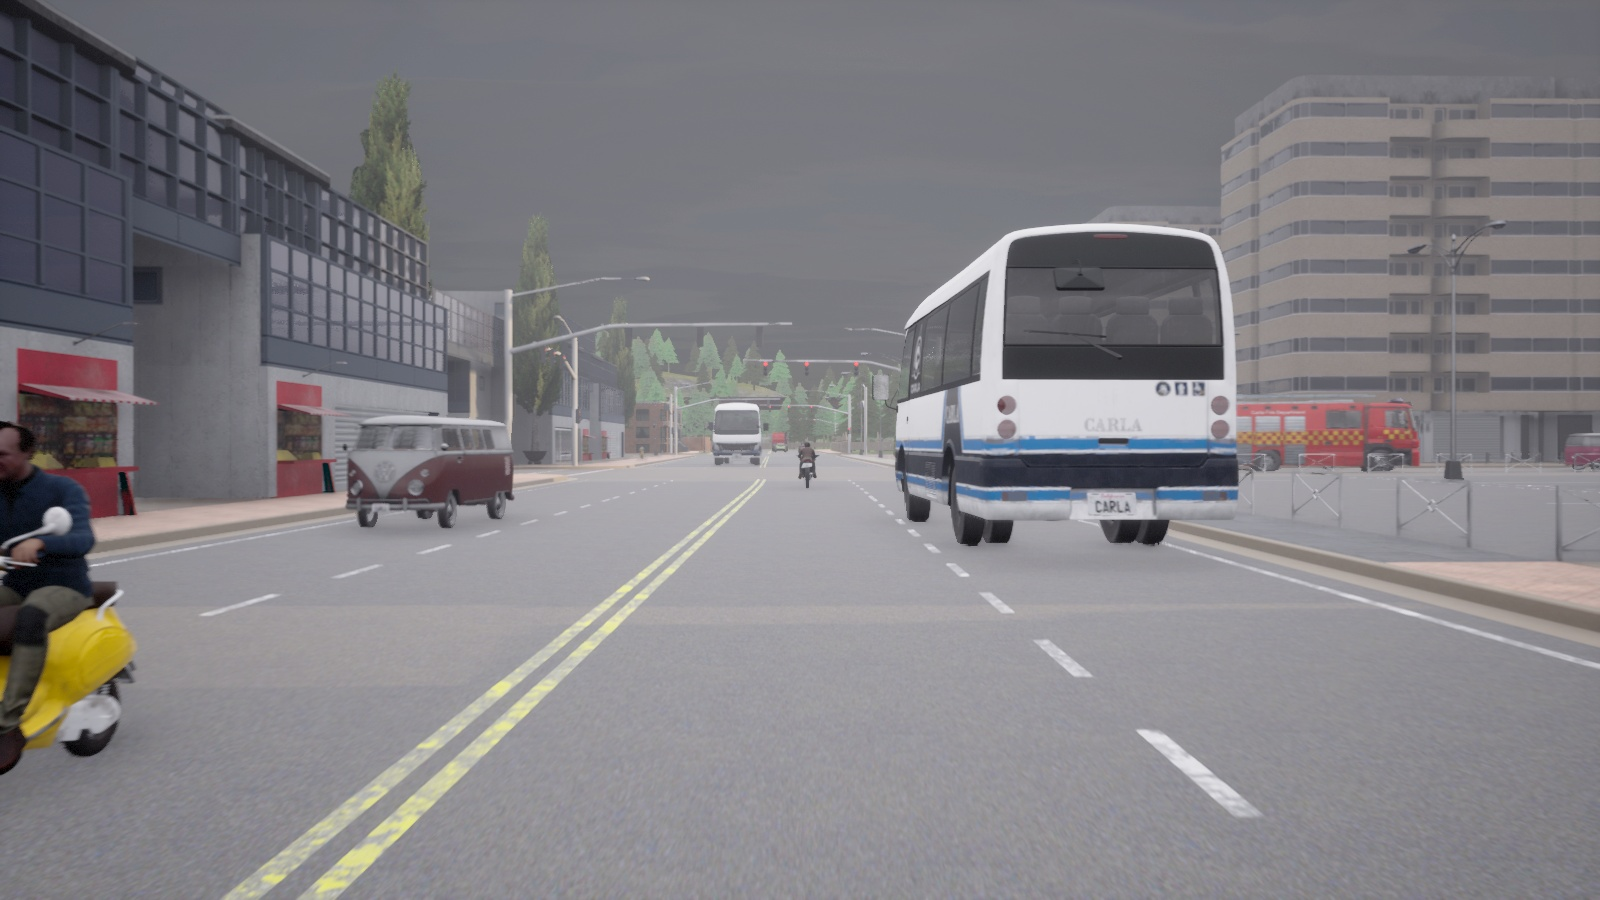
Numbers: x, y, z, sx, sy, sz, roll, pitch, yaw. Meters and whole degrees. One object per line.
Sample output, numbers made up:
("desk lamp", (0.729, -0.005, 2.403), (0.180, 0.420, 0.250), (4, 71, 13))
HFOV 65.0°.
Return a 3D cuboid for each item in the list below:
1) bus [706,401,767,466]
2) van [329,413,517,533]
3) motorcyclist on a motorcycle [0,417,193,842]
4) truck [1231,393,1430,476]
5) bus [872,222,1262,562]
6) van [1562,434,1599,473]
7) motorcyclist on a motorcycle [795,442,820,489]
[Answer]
("bus", (-4.286, -1.122, 87.308), (3.944, 4.253, 10.273), (0, 1, -1))
("van", (-6.770, 0.364, 23.090), (1.775, 1.987, 4.442), (0, 0, 5))
("motorcyclist on a motorcycle", (-3.414, 0.668, 5.229), (0.866, 1.590, 1.817), (0, 0, 1))
("truck", (25.264, -0.735, 60.260), (8.468, 3.827, 2.891), (0, 1, 14))
("bus", (3.664, -0.744, 20.922), (3.944, 4.253, 10.273), (0, 0, -2))
("van", (41.456, 0.176, 63.759), (4.442, 1.987, 1.775), (0, 0, -1))
("motorcyclist on a motorcycle", (0.242, 0.496, 41.604), (0.797, 1.523, 2.044), (0, 0, 0))
